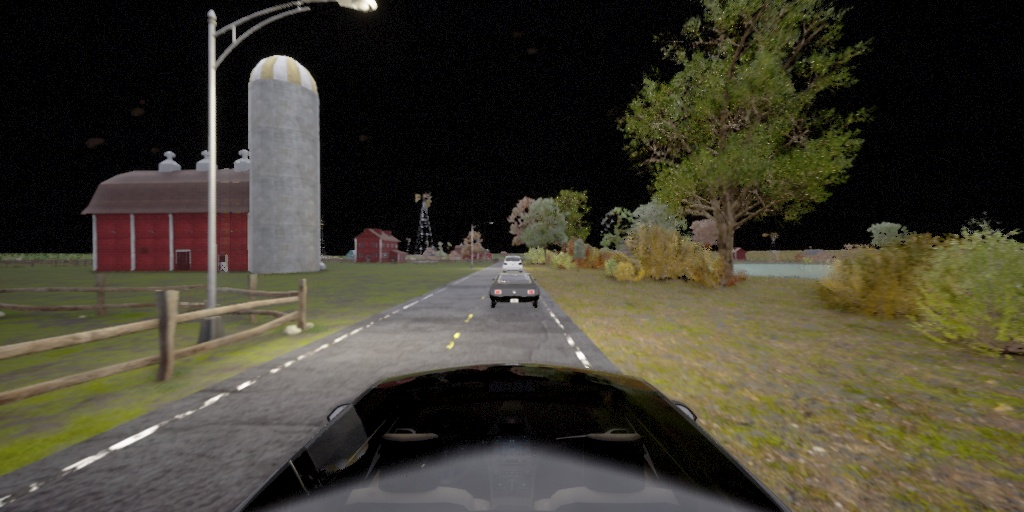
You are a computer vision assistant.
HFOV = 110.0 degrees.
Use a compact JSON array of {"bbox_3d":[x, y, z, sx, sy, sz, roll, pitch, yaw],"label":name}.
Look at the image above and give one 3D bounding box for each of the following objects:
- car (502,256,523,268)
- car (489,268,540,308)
[{"bbox_3d":[0.084,1.021,41.422,2.150,2.045,5.566,0,0,0],"label":"car"},{"bbox_3d":[0.093,1.349,15.296,1.895,1.301,4.718,0,0,0],"label":"car"}]
